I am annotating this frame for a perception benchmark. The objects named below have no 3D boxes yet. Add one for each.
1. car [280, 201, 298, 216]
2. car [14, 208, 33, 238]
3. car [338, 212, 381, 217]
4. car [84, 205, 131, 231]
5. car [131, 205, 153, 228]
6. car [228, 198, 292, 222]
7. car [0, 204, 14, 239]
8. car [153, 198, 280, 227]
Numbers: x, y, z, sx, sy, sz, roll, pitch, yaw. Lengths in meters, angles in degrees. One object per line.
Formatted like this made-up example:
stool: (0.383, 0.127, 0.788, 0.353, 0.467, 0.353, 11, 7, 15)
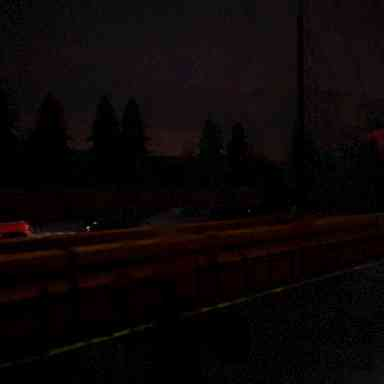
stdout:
car: (8.576, 1.236, 22.954, 4.892, 1.490, 1.837, -1, 1, -35)
car: (-7.910, 1.354, 11.224, 4.553, 1.767, 2.097, -1, 1, -35)
car: (9.468, 1.296, 19.315, 5.357, 1.411, 2.033, -1, 1, -35)
car: (-3.246, 1.440, 18.845, 5.357, 1.411, 2.033, -1, 1, -35)
car: (-0.389, 1.404, 16.585, 4.674, 1.442, 1.812, -1, 1, -35)
car: (5.167, 1.258, 24.840, 4.892, 1.490, 1.837, -1, 1, -35)
car: (-7.302, 1.247, 7.360, 5.566, 2.045, 2.150, -1, 1, -36)
car: (1.072, 1.239, 13.327, 4.553, 1.767, 2.097, -1, 1, -35)
